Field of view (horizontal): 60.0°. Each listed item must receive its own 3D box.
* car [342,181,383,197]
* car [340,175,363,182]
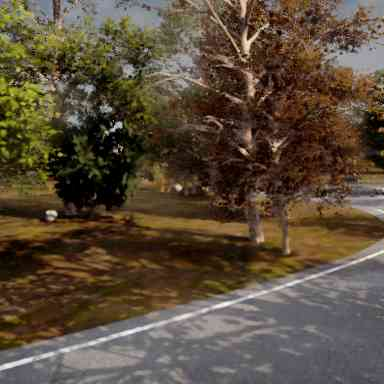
[{"bbox_3d":[18.745,-0.193,35.892,1.895,1.301,4.718,-6,3,-35],"label":"car"},{"bbox_3d":[30.702,-2.520,64.766,4.892,1.490,1.837,-4,3,-11],"label":"car"}]
